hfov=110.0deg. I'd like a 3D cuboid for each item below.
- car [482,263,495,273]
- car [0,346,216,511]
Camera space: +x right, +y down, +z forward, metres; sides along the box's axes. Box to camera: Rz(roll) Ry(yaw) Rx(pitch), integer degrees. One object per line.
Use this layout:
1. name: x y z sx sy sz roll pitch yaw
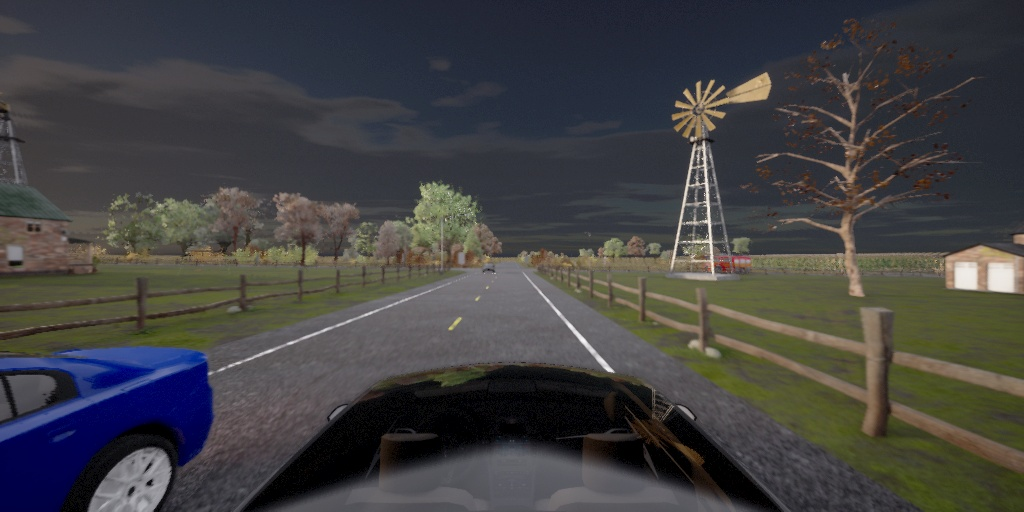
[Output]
1. car: -3.552 1.836 55.328 1.837 1.490 4.892 0 -1 0
2. car: -3.602 1.221 1.096 1.882 1.535 5.008 0 0 0
